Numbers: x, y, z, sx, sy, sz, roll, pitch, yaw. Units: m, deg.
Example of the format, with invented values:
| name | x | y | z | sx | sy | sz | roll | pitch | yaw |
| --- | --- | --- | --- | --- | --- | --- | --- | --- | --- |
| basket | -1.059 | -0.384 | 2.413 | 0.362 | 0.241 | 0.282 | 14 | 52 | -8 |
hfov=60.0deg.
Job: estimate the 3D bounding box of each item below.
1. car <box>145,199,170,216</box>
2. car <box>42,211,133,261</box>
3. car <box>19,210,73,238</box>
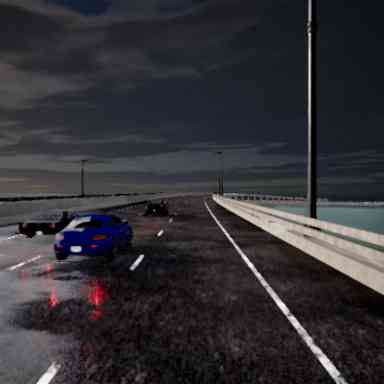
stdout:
| name | x | y | z | sx | sy | sz | roll | pitch | yaw |
| --- | --- | --- | --- | --- | --- | --- | --- | --- | --- |
| car | -3.211 | 1.398 | 31.092 | 2.128 | 1.511 | 4.902 | 0 | 0 | 1 |
| car | -3.379 | 1.488 | 12.023 | 1.812 | 1.442 | 4.674 | 0 | 0 | 0 |
| car | -6.839 | 1.548 | 17.158 | 1.895 | 1.301 | 4.718 | 0 | 0 | 0 |
